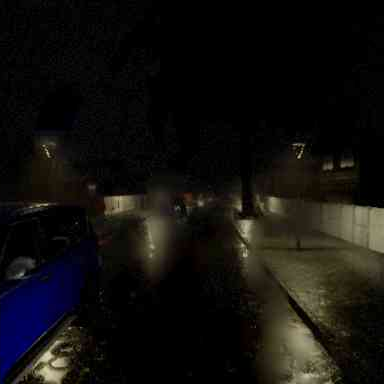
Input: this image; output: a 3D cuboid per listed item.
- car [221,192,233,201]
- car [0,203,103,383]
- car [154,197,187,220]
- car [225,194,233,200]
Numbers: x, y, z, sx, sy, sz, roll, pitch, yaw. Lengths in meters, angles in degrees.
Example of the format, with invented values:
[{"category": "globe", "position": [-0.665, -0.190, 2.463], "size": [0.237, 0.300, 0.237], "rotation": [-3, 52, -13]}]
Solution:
[{"category": "car", "position": [7.679, 1.008, 73.538], "size": [2.150, 2.045, 5.566], "rotation": [0, 0, 9]}, {"category": "car", "position": [-2.755, 1.201, 4.070], "size": [2.150, 2.045, 5.566], "rotation": [0, 0, 1]}, {"category": "car", "position": [-1.626, 1.236, 26.471], "size": [2.097, 1.767, 4.553], "rotation": [0, 0, 5]}, {"category": "car", "position": [9.302, 1.198, 83.803], "size": [1.882, 1.535, 5.008], "rotation": [0, 0, 9]}]
